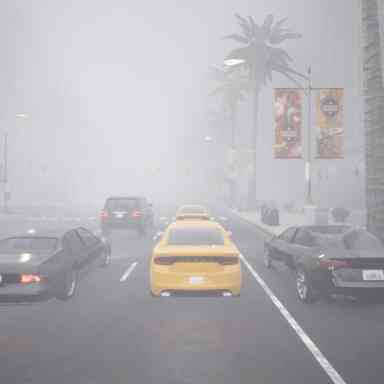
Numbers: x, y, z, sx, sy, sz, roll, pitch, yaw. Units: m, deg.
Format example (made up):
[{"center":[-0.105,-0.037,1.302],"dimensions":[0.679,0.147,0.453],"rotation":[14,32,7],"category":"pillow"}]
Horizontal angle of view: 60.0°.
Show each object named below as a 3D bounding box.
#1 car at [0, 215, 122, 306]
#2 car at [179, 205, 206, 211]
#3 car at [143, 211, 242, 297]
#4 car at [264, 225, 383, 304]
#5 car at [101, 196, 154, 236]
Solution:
[{"center":[-3.422,1.547,8.275],"dimensions":[2.033,1.411,5.357],"rotation":[0,0,0],"category":"car"},{"center":[0.036,1.478,18.816],"dimensions":[1.882,1.535,5.008],"rotation":[0,0,0],"category":"car"},{"center":[0.073,1.478,8.618],"dimensions":[1.882,1.535,5.008],"rotation":[0,0,0],"category":"car"},{"center":[3.166,1.513,8.206],"dimensions":[2.161,1.482,4.786],"rotation":[0,0,-1],"category":"car"},{"center":[-3.462,1.222,18.546],"dimensions":[2.150,2.045,5.566],"rotation":[0,0,0],"category":"car"}]
